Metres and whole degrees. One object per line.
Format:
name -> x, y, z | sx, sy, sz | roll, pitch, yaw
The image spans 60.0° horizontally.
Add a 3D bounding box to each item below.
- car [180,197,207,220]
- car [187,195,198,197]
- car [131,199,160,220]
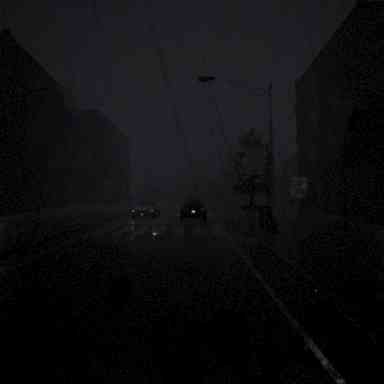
car -> 0.106, 1.356, 25.696 | 1.994, 1.385, 4.181 | 0, 1, 0
car -> 0.109, 1.105, 42.799 | 1.882, 1.535, 5.008 | 0, 1, 0
car -> -3.572, 1.313, 26.132 | 1.812, 1.442, 4.674 | 0, 1, 0
